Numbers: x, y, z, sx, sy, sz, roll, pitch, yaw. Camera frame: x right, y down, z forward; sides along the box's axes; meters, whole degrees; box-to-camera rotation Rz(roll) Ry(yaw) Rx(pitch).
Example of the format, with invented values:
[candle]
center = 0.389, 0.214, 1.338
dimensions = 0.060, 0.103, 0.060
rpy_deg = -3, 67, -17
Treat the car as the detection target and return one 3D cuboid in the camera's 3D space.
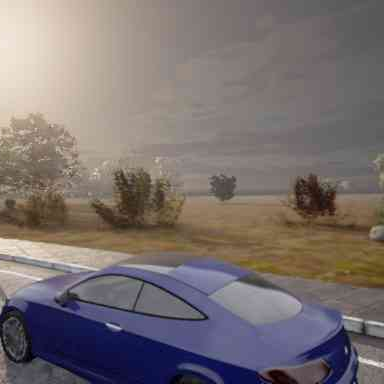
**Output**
[car]
center = -0.518, 1.515, 4.186
dimensions = 4.674, 1.442, 1.812
rpy_deg = 0, 0, 34
